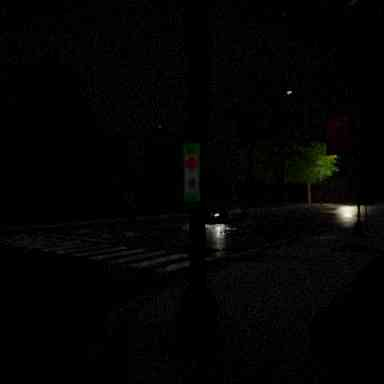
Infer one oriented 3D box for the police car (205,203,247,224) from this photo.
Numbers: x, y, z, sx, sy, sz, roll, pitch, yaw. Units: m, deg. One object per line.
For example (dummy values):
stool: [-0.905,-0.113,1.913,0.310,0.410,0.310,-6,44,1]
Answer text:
police car: [2.484,1.678,26.606,2.038,1.542,4.974,-1,-1,36]
